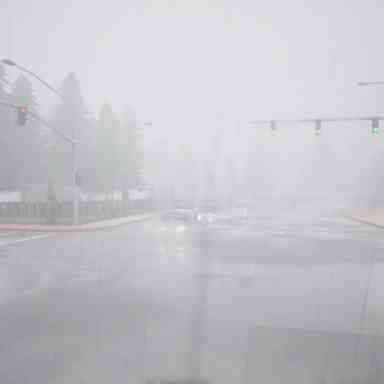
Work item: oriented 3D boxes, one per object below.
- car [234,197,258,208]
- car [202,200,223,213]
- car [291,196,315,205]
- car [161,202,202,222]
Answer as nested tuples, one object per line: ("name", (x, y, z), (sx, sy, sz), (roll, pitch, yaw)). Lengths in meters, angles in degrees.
("car", (7.701, 1.447, 46.930), (1.812, 1.442, 4.674), (0, 0, 36))
("car", (1.920, 1.506, 35.472), (1.994, 1.385, 4.181), (0, 0, 19))
("car", (19.449, 1.376, 58.200), (5.008, 1.535, 1.882), (0, 0, -33))
("car", (-0.847, 1.559, 25.900), (1.895, 1.301, 4.718), (0, 0, 14))
